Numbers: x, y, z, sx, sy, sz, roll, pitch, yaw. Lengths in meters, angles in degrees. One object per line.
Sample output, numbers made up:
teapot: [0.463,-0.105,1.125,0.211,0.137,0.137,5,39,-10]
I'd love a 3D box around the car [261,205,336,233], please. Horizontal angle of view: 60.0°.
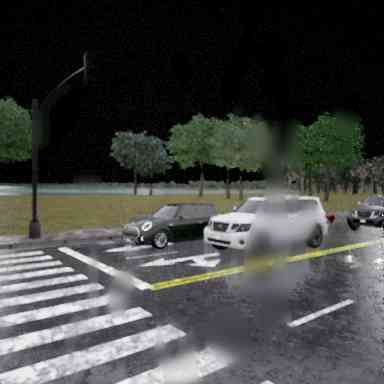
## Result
car: [6.401,1.526,19.691,4.718,1.301,1.895,0,0,-38]

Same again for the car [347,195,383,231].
car: [11.228,1.177,19.322,5.566,2.045,2.150,0,0,-38]

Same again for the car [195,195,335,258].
car: [3.049,1.167,12.947,5.566,2.045,2.150,0,0,-38]

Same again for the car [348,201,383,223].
car: [14.178,1.460,25.733,4.674,1.442,1.812,0,0,-38]

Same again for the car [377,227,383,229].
car: [5.911,1.492,6.815,4.902,1.511,2.128,0,0,-38]

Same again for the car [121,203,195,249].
car: [-0.687,1.268,14.160,4.553,1.767,2.097,0,0,-38]
